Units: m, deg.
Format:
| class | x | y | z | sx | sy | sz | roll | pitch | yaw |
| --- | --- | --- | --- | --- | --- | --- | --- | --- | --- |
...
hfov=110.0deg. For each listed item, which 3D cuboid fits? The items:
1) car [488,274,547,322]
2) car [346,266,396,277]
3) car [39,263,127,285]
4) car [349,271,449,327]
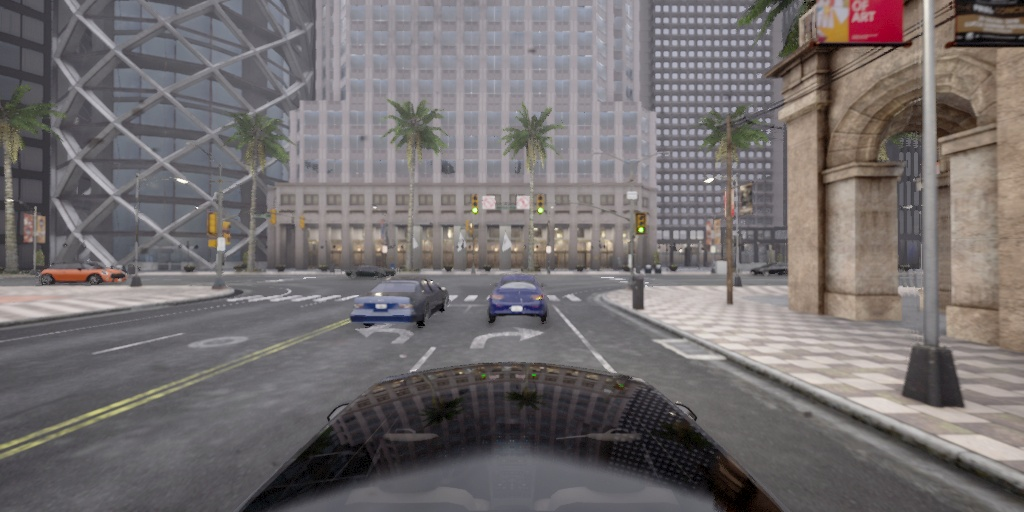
| class | x | y | z | sx | sy | sz | roll | pitch | yaw |
| --- | --- | --- | --- | --- | --- | --- | --- | --- | --- |
| car | 0.243 | 1.361 | 12.542 | 1.812 | 1.442 | 4.674 | 0 | 0 | 2 |
| car | -13.714 | 1.614 | 35.013 | 4.718 | 1.301 | 1.895 | 0 | -1 | 19 |
| car | -32.969 | 1.309 | 27.744 | 4.553 | 1.767 | 2.097 | 0 | 0 | -9 |
| car | -3.413 | 1.378 | 11.875 | 2.033 | 1.411 | 5.357 | 0 | 0 | 0 |
